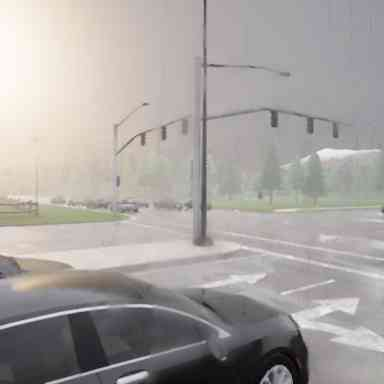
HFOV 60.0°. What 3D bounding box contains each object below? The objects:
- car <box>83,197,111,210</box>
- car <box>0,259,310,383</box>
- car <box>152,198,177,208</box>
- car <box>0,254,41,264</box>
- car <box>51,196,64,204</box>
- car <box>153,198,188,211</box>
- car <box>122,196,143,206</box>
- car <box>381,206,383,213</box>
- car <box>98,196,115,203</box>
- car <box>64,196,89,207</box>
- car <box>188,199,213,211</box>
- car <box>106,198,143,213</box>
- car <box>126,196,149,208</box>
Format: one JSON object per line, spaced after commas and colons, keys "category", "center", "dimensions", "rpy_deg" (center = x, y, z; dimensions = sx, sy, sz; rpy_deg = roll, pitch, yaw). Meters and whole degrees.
{"category": "car", "center": [-13.092, 1.719, 45.907], "dimensions": [1.895, 1.301, 4.718], "rpy_deg": [1, 0, -35]}
{"category": "car", "center": [-0.947, 1.512, 3.008], "dimensions": [4.892, 1.490, 1.837], "rpy_deg": [0, 0, -35]}
{"category": "car", "center": [-4.385, 1.724, 51.791], "dimensions": [1.812, 1.442, 4.674], "rpy_deg": [1, 0, -35]}
{"category": "car", "center": [-3.819, 1.563, 5.320], "dimensions": [4.181, 1.385, 1.994], "rpy_deg": [1, 0, -36]}
{"category": "car", "center": [-25.747, 1.471, 64.247], "dimensions": [2.097, 1.767, 4.553], "rpy_deg": [1, 0, -35]}
{"category": "car", "center": [-3.057, 1.663, 43.751], "dimensions": [2.128, 1.511, 4.902], "rpy_deg": [1, 0, -35]}
{"category": "car", "center": [-10.951, 1.550, 61.261], "dimensions": [2.097, 1.767, 4.553], "rpy_deg": [1, 0, -34]}
{"category": "car", "center": [24.656, 1.832, 40.030], "dimensions": [4.892, 1.490, 1.837], "rpy_deg": [1, 0, -35]}
{"category": "car", "center": [-18.609, 1.666, 72.369], "dimensions": [1.837, 1.490, 4.892], "rpy_deg": [1, 0, -35]}
{"category": "car", "center": [-18.833, 1.644, 54.179], "dimensions": [1.812, 1.442, 4.674], "rpy_deg": [1, 0, -35]}
{"category": "car", "center": [0.812, 1.702, 44.323], "dimensions": [1.837, 1.490, 4.892], "rpy_deg": [1, 0, -35]}
{"category": "car", "center": [-7.867, 1.719, 38.398], "dimensions": [1.895, 1.301, 4.718], "rpy_deg": [1, 0, -35]}
{"category": "car", "center": [-8.344, 1.697, 51.349], "dimensions": [1.812, 1.442, 4.674], "rpy_deg": [1, 0, -35]}
